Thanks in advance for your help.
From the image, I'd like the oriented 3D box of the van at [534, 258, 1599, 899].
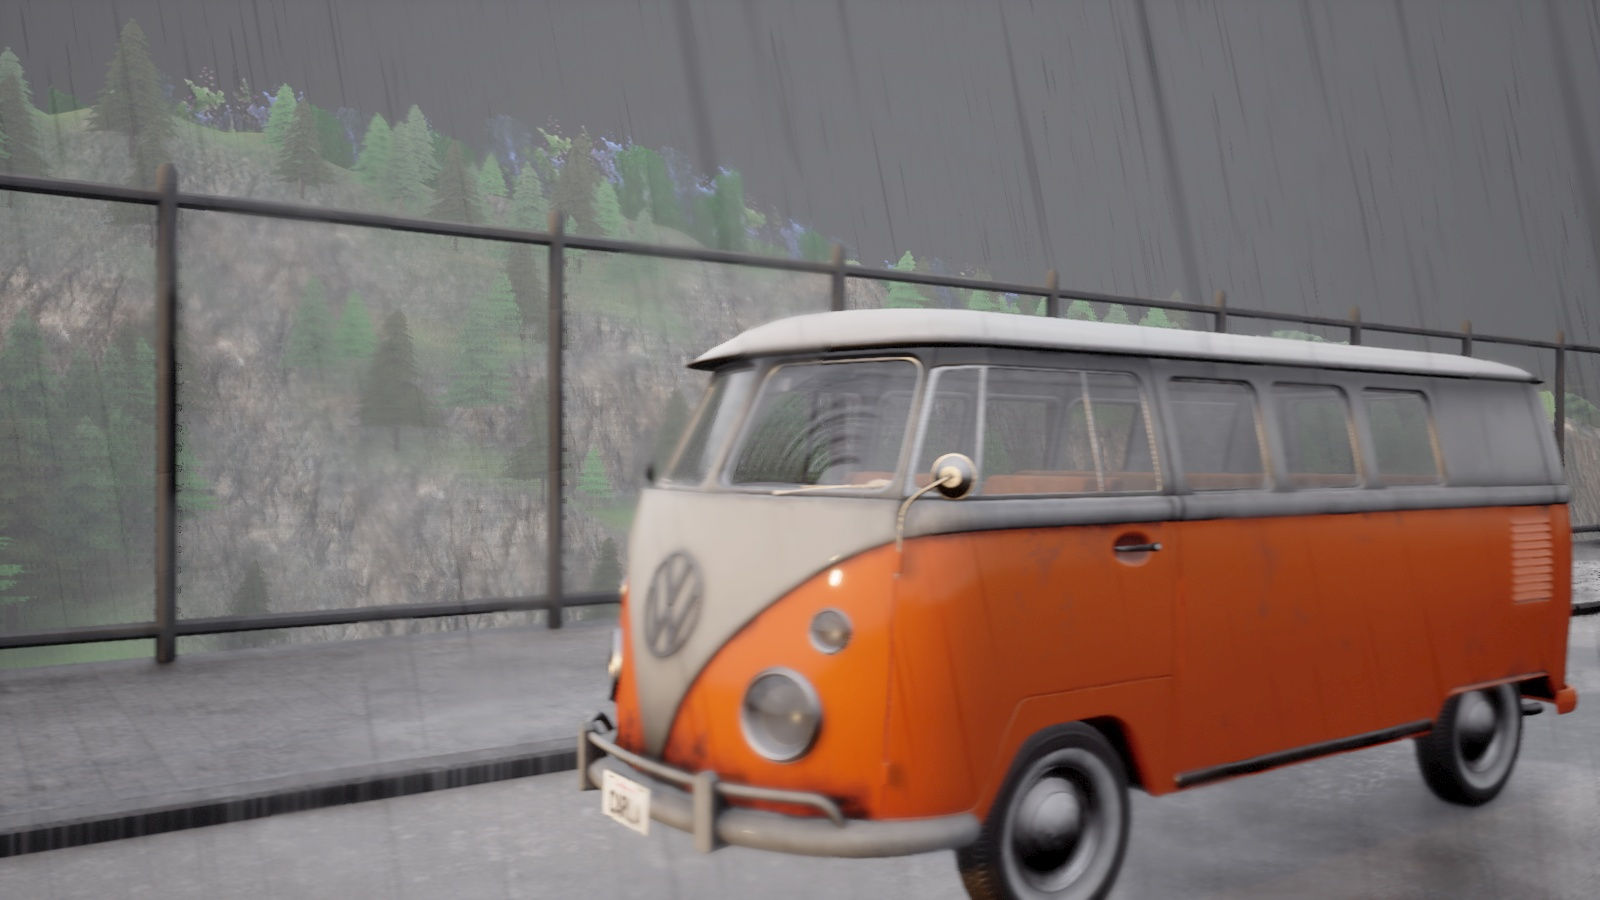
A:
[{"bbox_3d":[1.349,0.507,5.190,4.442,1.987,1.775,0,0,-35],"label":"van"}]
